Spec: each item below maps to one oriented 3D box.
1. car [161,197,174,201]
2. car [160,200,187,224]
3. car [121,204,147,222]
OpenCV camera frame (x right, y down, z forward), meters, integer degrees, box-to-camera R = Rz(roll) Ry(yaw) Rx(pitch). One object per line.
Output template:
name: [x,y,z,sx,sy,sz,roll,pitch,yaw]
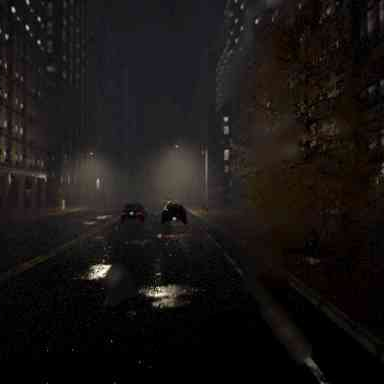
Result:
car: [-3.488,1.590,49.616,2.097,1.767,4.553,0,0,-5]
car: [-1.415,1.636,25.804,1.837,1.490,4.892,0,0,-4]
car: [-4.758,1.674,27.537,2.033,1.411,5.357,0,0,-5]
